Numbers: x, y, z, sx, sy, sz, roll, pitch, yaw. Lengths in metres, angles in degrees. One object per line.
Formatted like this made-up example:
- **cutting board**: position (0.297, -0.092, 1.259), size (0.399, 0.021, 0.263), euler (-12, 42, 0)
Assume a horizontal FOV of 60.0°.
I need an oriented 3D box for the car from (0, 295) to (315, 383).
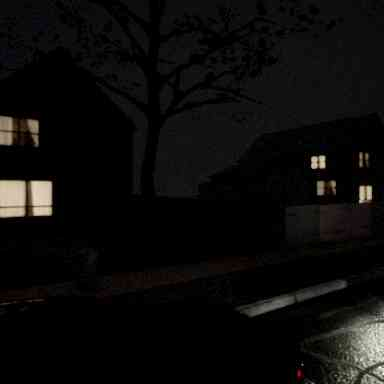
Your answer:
- **car**: position (-1.484, 1.548, 2.010), size (5.357, 1.411, 2.033), euler (0, 0, -35)
